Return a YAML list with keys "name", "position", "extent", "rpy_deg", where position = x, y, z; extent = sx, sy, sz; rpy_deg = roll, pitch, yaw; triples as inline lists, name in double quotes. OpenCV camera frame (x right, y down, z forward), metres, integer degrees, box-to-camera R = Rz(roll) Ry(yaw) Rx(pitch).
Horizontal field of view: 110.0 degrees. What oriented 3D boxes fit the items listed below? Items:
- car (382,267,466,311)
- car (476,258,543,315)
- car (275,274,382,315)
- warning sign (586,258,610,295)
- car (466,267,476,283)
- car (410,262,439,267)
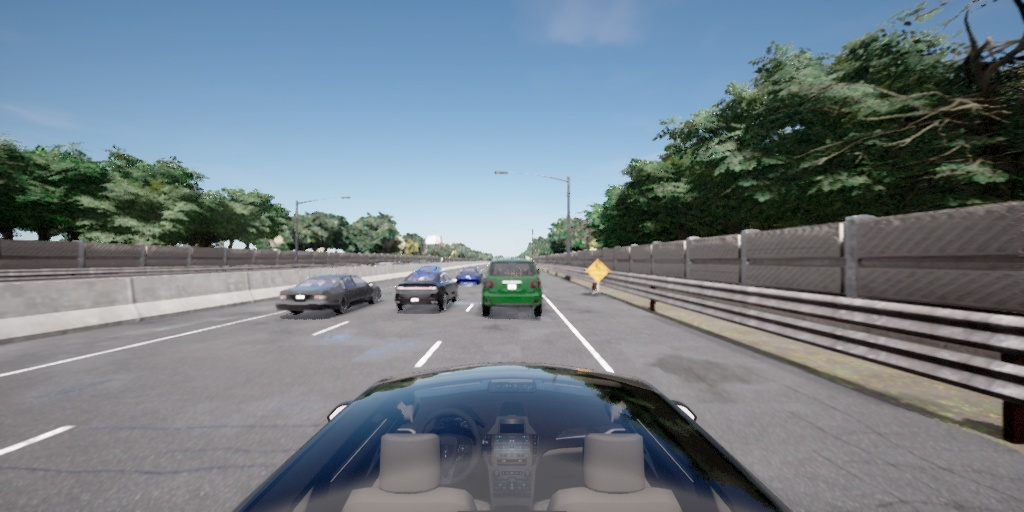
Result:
- name: "car"
  position: [-3.485, 1.395, 15.336]
  extent: [2.128, 1.511, 4.902]
  rpy_deg: [0, 0, 0]
- name: "car"
  position: [0.007, 1.118, 14.446]
  extent: [2.150, 2.045, 5.566]
  rpy_deg: [0, 0, 0]
- name: "car"
  position: [-6.994, 1.440, 14.381]
  extent: [2.033, 1.411, 5.357]
  rpy_deg: [0, -1, 0]
- name: "warning sign"
  position: [4.547, 1.057, 18.911]
  extent: [1.300, 1.860, 1.060]
  rpy_deg: [0, 0, 0]
- name: "car"
  position: [-3.485, 1.628, 30.281]
  extent: [1.994, 1.385, 4.181]
  rpy_deg: [0, -1, 0]
- name: "car"
  position: [-6.981, 1.549, 31.080]
  extent: [1.882, 1.535, 5.008]
  rpy_deg: [0, 0, 0]
